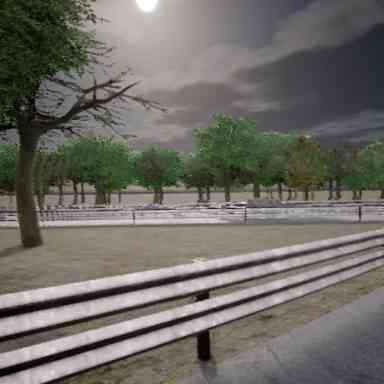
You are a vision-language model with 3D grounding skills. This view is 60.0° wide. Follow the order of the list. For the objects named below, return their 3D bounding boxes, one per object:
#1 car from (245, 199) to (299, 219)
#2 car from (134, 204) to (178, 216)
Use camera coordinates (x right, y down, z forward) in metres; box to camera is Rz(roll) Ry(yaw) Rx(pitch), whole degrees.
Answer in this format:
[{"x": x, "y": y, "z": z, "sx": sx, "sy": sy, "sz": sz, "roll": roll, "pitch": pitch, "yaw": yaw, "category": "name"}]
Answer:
[{"x": 8.450, "y": 1.753, "z": 35.464, "sx": 5.566, "sy": 2.045, "sz": 2.150, "roll": -1, "pitch": 0, "yaw": 3, "category": "car"}, {"x": -4.239, "y": 2.164, "z": 39.529, "sx": 5.357, "sy": 1.411, "sz": 2.033, "roll": -1, "pitch": 0, "yaw": 3, "category": "car"}]
